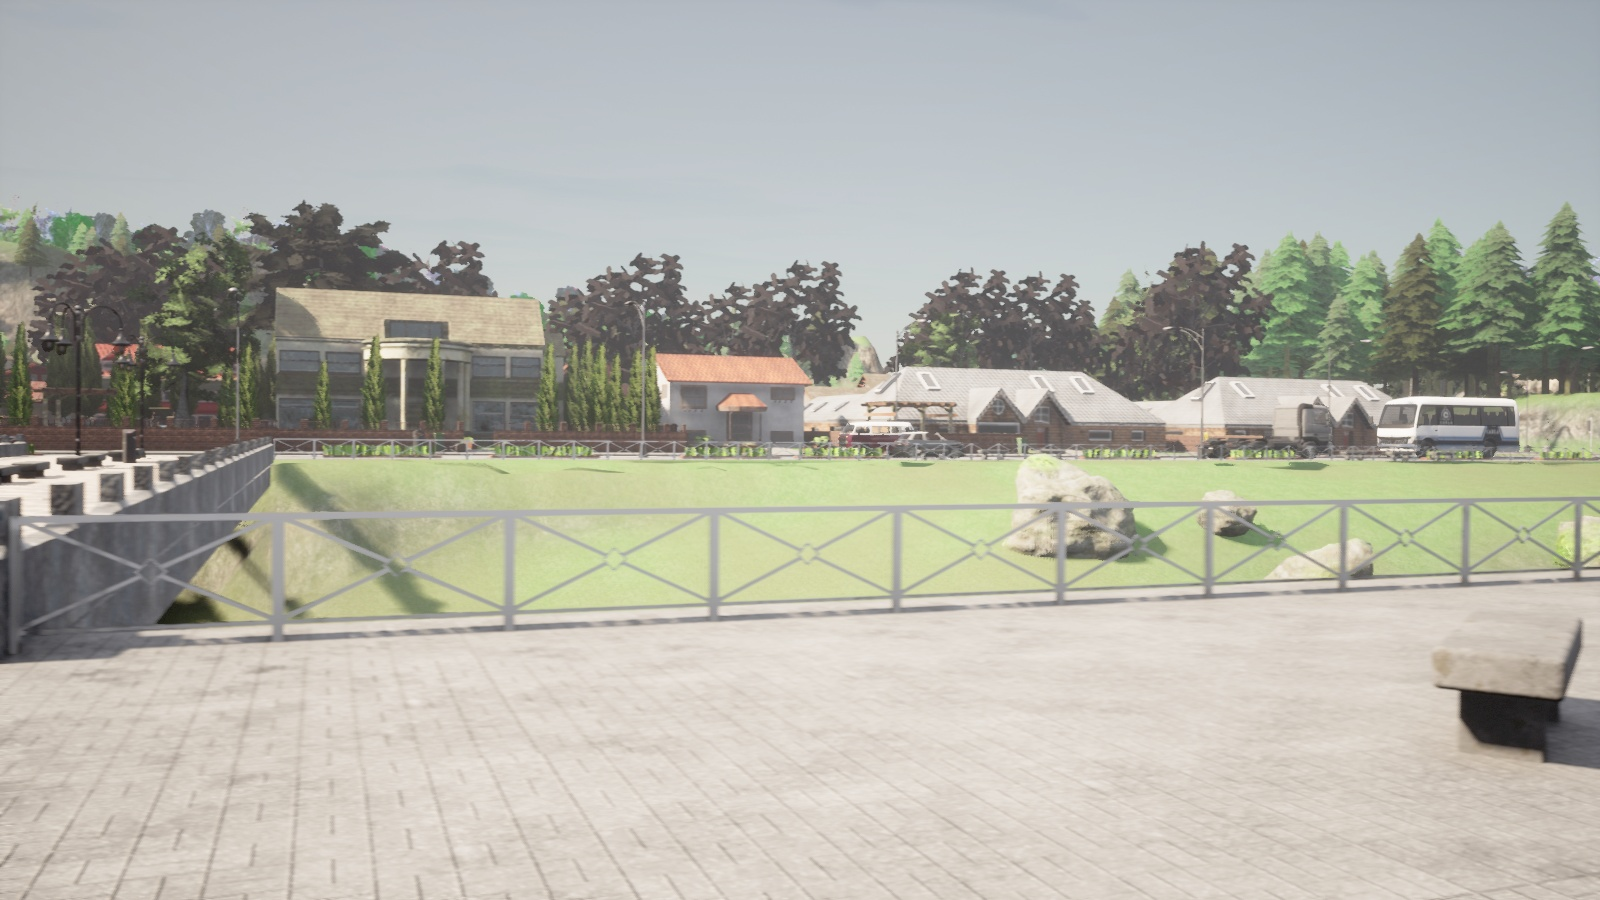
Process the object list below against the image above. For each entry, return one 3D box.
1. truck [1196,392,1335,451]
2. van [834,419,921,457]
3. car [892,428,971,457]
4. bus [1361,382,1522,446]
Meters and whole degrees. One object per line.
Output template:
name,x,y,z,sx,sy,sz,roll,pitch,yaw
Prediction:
truck,28.263,-1.732,76.178,7.936,3.462,2.891,-1,1,-21
van,4.385,-0.690,71.402,4.480,2.038,2.069,-1,1,-21
car,7.133,-0.425,68.170,3.806,1.475,1.970,-1,1,-21
bus,44.183,-2.468,86.491,10.273,4.253,3.944,-1,1,-21
